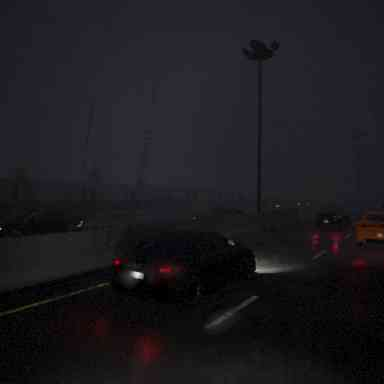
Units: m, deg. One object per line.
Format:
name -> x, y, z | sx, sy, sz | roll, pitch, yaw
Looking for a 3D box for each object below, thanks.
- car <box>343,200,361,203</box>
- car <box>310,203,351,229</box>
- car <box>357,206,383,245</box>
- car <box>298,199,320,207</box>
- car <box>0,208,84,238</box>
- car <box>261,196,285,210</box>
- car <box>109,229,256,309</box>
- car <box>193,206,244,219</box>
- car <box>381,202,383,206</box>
car -> 27.049, 2.060, 56.355 | 4.902, 1.511, 2.128 | 1, -1, -42
car -> 10.050, 1.756, 23.674 | 1.812, 1.442, 4.674 | 0, 0, 33
car -> 9.056, 1.646, 15.720 | 1.882, 1.535, 5.008 | 0, -1, 33
car -> 18.777, 1.853, 53.185 | 2.097, 1.767, 4.553 | 0, -1, 44
car -> -7.600, 1.558, 16.147 | 2.128, 1.511, 4.902 | 0, -1, 33
car -> 12.315, 1.671, 51.323 | 2.150, 2.045, 5.566 | 0, -1, 41
car -> 0.008, 1.622, 8.218 | 1.994, 1.385, 4.181 | 0, 0, 33
car -> 2.133, 1.735, 24.701 | 2.033, 1.411, 5.357 | 0, 0, 33
car -> 18.428, 1.548, 30.080 | 2.150, 2.045, 5.566 | 0, -1, 33
